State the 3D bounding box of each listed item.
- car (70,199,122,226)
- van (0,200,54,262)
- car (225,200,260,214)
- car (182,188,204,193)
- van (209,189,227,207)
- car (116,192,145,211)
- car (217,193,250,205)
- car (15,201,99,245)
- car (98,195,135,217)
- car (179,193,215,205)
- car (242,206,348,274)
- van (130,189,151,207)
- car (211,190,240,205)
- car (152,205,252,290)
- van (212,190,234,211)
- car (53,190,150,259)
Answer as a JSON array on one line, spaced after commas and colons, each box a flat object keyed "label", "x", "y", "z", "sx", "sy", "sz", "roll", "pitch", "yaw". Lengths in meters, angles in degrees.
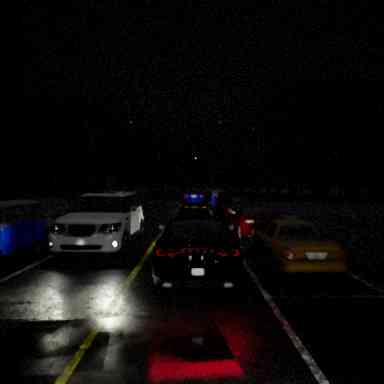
[{"label": "car", "x": -5.709, "y": 1.166, "z": 20.453, "sx": 1.947, "sy": 1.339, "sz": 4.313, "roll": 0, "pitch": 1, "yaw": 0}, {"label": "van", "x": -5.742, "y": 1.148, "z": 9.576, "sx": 1.690, "sy": 1.788, "sz": 3.998, "roll": 0, "pitch": 1, "yaw": 0}, {"label": "car", "x": 2.799, "y": 1.257, "z": 14.990, "sx": 1.887, "sy": 1.381, "sz": 4.507, "roll": 0, "pitch": 1, "yaw": 0}, {"label": "car", "x": 0.122, "y": 0.560, "z": 34.579, "sx": 2.150, "sy": 2.045, "sz": 5.566, "roll": 0, "pitch": 1, "yaw": -1}, {"label": "van", "x": 2.866, "y": 0.641, "z": 36.733, "sx": 1.690, "sy": 1.788, "sz": 3.998, "roll": 0, "pitch": 1, "yaw": 0}, {"label": "car", "x": -5.676, "y": 0.834, "z": 31.324, "sx": 1.967, "sy": 1.590, "sz": 4.097, "roll": 0, "pitch": 1, "yaw": 0}, {"label": "car", "x": 2.816, "y": 1.049, "z": 20.425, "sx": 1.967, "sy": 1.590, "sz": 4.097, "roll": 0, "pitch": 1, "yaw": 0}, {"label": "car", "x": -5.726, "y": 1.232, "z": 14.846, "sx": 1.752, "sy": 1.417, "sz": 4.829, "roll": 0, "pitch": 1, "yaw": 0}, {"label": "car", "x": -5.693, "y": 1.025, "z": 25.719, "sx": 1.752, "sy": 1.417, "sz": 4.829, "roll": 0, "pitch": 1, "yaw": 0}, {"label": "car", "x": 0.161, "y": 1.062, "z": 22.324, "sx": 2.128, "sy": 1.511, "sz": 4.902, "roll": 0, "pitch": 1, "yaw": 0}, {"label": "car", "x": 2.783, "y": 1.338, "z": 9.723, "sx": 1.752, "sy": 1.417, "sz": 4.829, "roll": 0, "pitch": 1, "yaw": 0}, {"label": "van", "x": -5.659, "y": 0.632, "z": 36.759, "sx": 1.690, "sy": 1.788, "sz": 3.998, "roll": 0, "pitch": 1, "yaw": 0}, {"label": "car", "x": 2.833, "y": 0.821, "z": 25.859, "sx": 2.192, "sy": 1.841, "sz": 5.009, "roll": 0, "pitch": 1, "yaw": 0}, {"label": "car", "x": 0.118, "y": 1.309, "z": 8.640, "sx": 1.882, "sy": 1.535, "sz": 5.008, "roll": 0, "pitch": 0, "yaw": 0}, {"label": "van", "x": 2.849, "y": 0.744, "z": 31.296, "sx": 1.690, "sy": 1.788, "sz": 3.998, "roll": 0, "pitch": 1, "yaw": 0}, {"label": "car", "x": -3.071, "y": 0.986, "z": 11.943, "sx": 2.150, "sy": 2.045, "sz": 5.566, "roll": 0, "pitch": 1, "yaw": 0}]
